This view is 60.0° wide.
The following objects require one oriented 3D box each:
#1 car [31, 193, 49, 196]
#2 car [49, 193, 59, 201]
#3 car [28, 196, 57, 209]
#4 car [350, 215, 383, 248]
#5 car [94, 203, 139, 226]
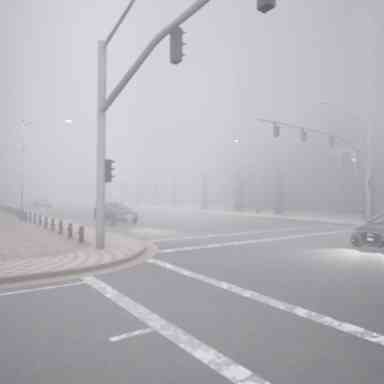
[{"bbox_3d":[-38.154,1.344,83.384,2.150,2.045,5.566,1,0,-35],"label":"car"},{"bbox_3d":[-35.499,1.680,85.693,1.812,1.442,4.674,1,0,-35],"label":"car"},{"bbox_3d":[-20.612,1.591,45.673,2.033,1.411,5.357,1,0,-34],"label":"car"},{"bbox_3d":[8.618,1.692,14.205,4.181,1.385,1.994,1,0,-35],"label":"car"},{"bbox_3d":[-5.504,1.532,23.859,2.128,1.511,4.902,1,0,-35],"label":"car"}]
